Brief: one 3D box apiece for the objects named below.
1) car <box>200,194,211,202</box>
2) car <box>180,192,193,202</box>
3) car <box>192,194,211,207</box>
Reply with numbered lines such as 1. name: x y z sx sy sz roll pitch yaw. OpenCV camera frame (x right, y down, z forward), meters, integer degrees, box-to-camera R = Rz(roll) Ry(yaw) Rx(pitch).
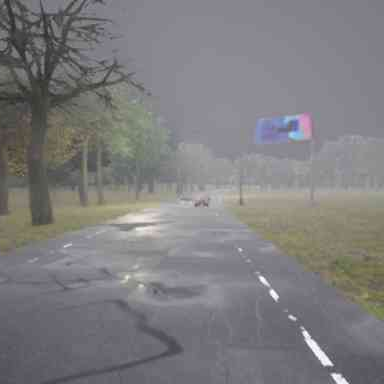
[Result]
1. car: 2.615 1.118 64.249 1.994 1.385 4.181 0 1 4
2. car: -1.005 0.900 64.554 2.097 1.767 4.553 0 1 5
3. car: 1.451 1.359 46.861 1.895 1.301 4.718 0 1 3
